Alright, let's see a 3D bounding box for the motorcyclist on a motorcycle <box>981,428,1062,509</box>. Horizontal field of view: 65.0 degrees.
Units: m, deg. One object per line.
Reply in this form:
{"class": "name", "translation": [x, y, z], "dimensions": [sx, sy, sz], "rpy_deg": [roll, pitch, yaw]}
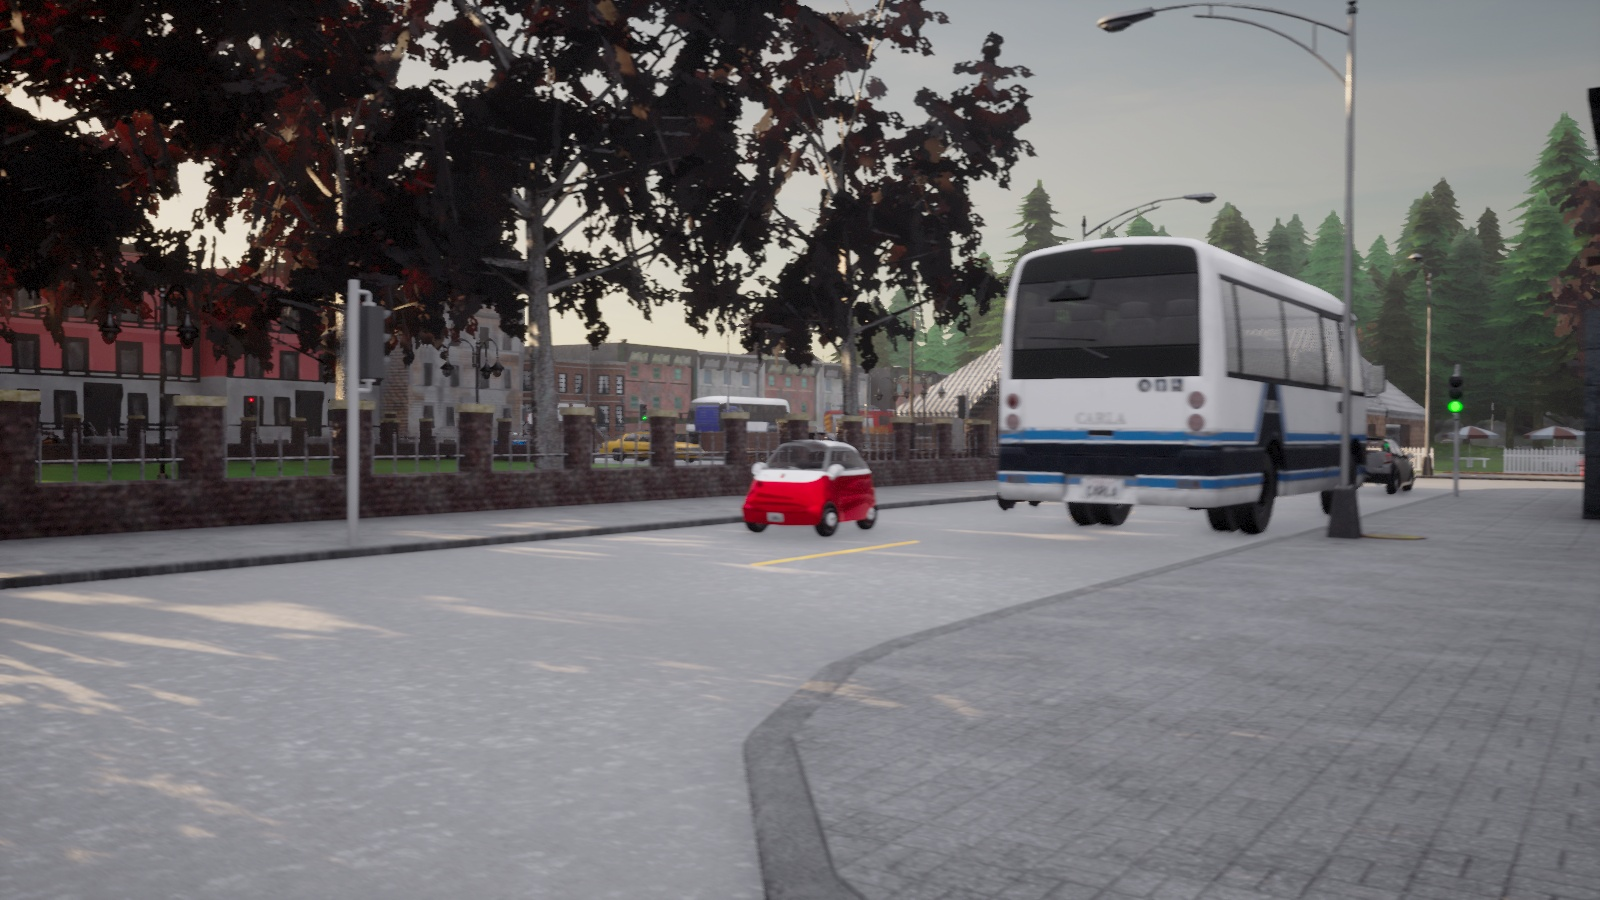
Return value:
{"class": "motorcyclist on a motorcycle", "translation": [4.369, 0.331, 24.637], "dimensions": [0.797, 1.523, 2.044], "rpy_deg": [0, 1, 34]}

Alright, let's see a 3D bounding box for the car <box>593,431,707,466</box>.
{"class": "car", "translation": [-7.074, -0.081, 58.881], "dimensions": [5.366, 1.575, 1.801], "rpy_deg": [0, 1, 32]}

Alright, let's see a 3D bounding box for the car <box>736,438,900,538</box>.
{"class": "car", "translation": [0.297, 0.524, 18.701], "dimensions": [1.481, 1.376, 2.207], "rpy_deg": [0, 1, 33]}

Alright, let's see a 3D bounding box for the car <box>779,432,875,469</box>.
{"class": "car", "translation": [1.141, -0.005, 53.342], "dimensions": [3.633, 1.501, 1.845], "rpy_deg": [0, 1, 33]}

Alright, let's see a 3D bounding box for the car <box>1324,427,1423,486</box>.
{"class": "car", "translation": [15.618, 0.128, 34.112], "dimensions": [1.845, 1.501, 3.633], "rpy_deg": [0, 1, 34]}

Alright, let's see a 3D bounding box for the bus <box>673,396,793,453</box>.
{"class": "bus", "translation": [-5.093, -1.965, 98.569], "dimensions": [3.944, 4.253, 10.273], "rpy_deg": [0, 1, 34]}

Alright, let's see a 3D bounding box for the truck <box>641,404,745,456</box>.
{"class": "truck", "translation": [-7.407, -1.404, 88.054], "dimensions": [2.891, 3.462, 7.936], "rpy_deg": [0, 1, 34]}

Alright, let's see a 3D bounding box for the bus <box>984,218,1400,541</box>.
{"class": "bus", "translation": [7.342, -1.016, 21.877], "dimensions": [3.944, 4.253, 10.273], "rpy_deg": [0, 1, 35]}
